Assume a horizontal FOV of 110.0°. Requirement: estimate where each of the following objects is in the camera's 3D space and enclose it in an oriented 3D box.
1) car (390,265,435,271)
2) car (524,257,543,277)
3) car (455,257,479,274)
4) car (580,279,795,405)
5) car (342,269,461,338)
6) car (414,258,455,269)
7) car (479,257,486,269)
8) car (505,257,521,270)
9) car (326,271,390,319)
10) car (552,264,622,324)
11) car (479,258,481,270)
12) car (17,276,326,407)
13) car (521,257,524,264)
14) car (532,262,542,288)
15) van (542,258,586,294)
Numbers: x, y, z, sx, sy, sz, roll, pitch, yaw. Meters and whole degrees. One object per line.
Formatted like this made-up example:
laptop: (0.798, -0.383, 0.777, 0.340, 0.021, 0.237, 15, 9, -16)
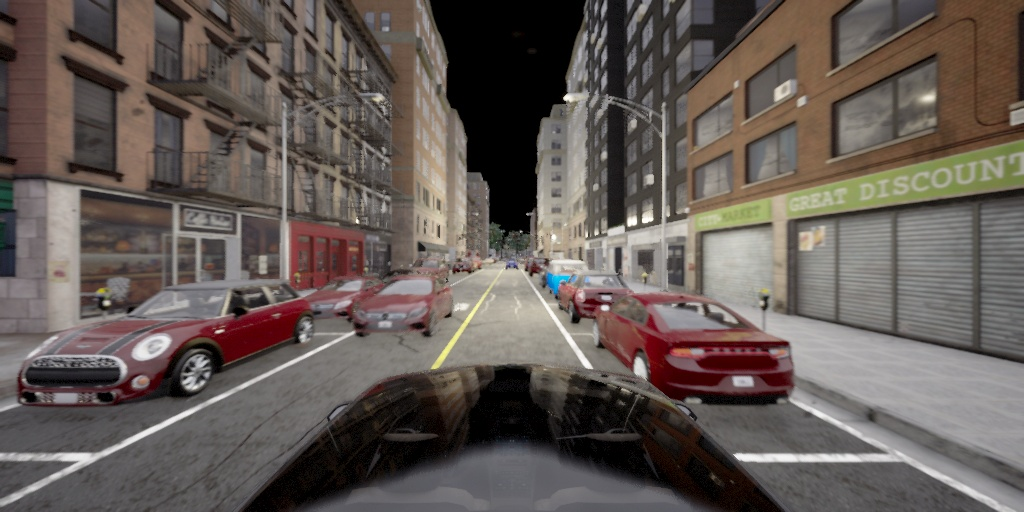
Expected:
car: (-5.395, 1.315, 17.684, 1.948, 1.339, 4.313, 0, 0, 0)
car: (2.639, 1.063, 34.716, 2.192, 1.841, 5.009, 0, 0, 0)
car: (-5.397, 1.061, 40.398, 2.192, 1.841, 5.009, 0, 0, 0)
car: (2.638, 1.295, 6.322, 1.888, 1.381, 4.507, 0, 0, 0)
car: (-2.825, 1.276, 10.335, 1.812, 1.442, 4.674, 0, 0, 0)
car: (-5.395, 1.064, 23.363, 2.192, 1.841, 5.009, 0, 0, 0)
car: (-5.399, 1.058, 51.755, 2.192, 1.841, 5.009, 0, 0, 0)
car: (-0.005, 1.270, 51.944, 1.812, 1.442, 4.674, 0, 0, 0)
car: (-5.394, 1.332, 12.006, 1.802, 1.307, 4.207, 0, 0, 0)
car: (2.638, 1.190, 12.001, 1.967, 1.591, 4.097, 0, 0, 0)
car: (-5.398, 1.271, 45.905, 1.751, 1.417, 4.829, 0, 0, 0)
car: (-5.393, 1.189, 6.328, 1.967, 1.591, 4.097, 0, 0, 0)
car: (2.639, 1.061, 46.074, 2.192, 1.841, 5.009, 0, 0, 0)
car: (2.638, 1.301, 23.359, 2.007, 1.370, 4.403, 0, 0, 0)
van: (2.638, 1.091, 17.680, 1.690, 1.789, 3.998, 0, 0, 0)
